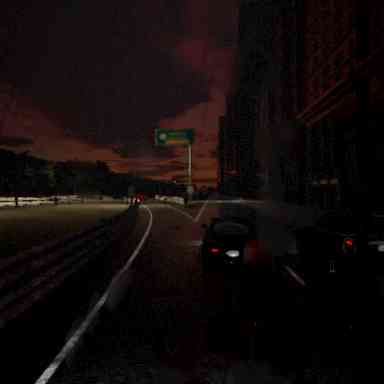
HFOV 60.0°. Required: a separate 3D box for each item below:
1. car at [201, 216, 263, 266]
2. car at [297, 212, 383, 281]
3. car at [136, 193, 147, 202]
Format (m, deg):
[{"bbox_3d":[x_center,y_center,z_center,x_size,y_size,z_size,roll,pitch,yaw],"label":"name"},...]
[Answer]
[{"bbox_3d":[1.284,1.547,11.509,1.812,1.442,4.674,0,0,3],"label":"car"},{"bbox_3d":[4.697,1.366,10.026,2.097,1.767,4.553,0,0,3],"label":"car"},{"bbox_3d":[-11.353,1.135,75.168,2.150,2.045,5.566,0,0,-12],"label":"car"}]
